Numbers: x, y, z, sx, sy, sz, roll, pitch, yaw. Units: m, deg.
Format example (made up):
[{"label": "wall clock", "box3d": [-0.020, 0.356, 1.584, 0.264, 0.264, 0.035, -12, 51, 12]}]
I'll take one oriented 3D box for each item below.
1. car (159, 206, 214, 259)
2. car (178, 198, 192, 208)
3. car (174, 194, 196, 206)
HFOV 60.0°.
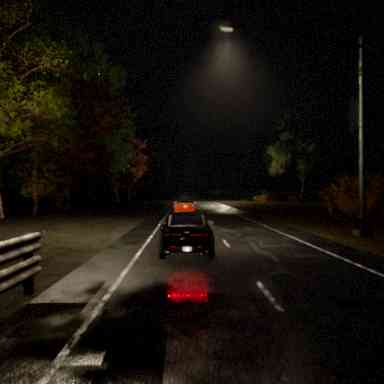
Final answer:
[{"label": "car", "box3d": [-0.207, 1.510, 12.698, 1.837, 1.490, 4.892, 0, 0, -1]}, {"label": "car", "box3d": [-1.073, 1.600, 50.618, 1.895, 1.301, 4.718, 0, 0, -1]}, {"label": "car", "box3d": [-0.662, 1.357, 32.618, 2.097, 1.767, 4.553, 0, 0, -1]}]
